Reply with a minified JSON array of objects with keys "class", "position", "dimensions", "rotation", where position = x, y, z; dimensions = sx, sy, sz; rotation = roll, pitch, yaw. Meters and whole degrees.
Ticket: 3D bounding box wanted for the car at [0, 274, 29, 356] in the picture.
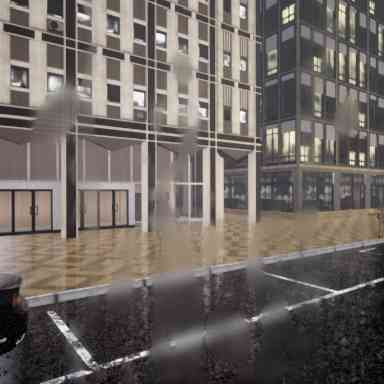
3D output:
[{"class":"car","position":[-4.209,1.551,3.564],"dimensions":[4.403,1.369,2.008],"rotation":[0,0,-35]}]
